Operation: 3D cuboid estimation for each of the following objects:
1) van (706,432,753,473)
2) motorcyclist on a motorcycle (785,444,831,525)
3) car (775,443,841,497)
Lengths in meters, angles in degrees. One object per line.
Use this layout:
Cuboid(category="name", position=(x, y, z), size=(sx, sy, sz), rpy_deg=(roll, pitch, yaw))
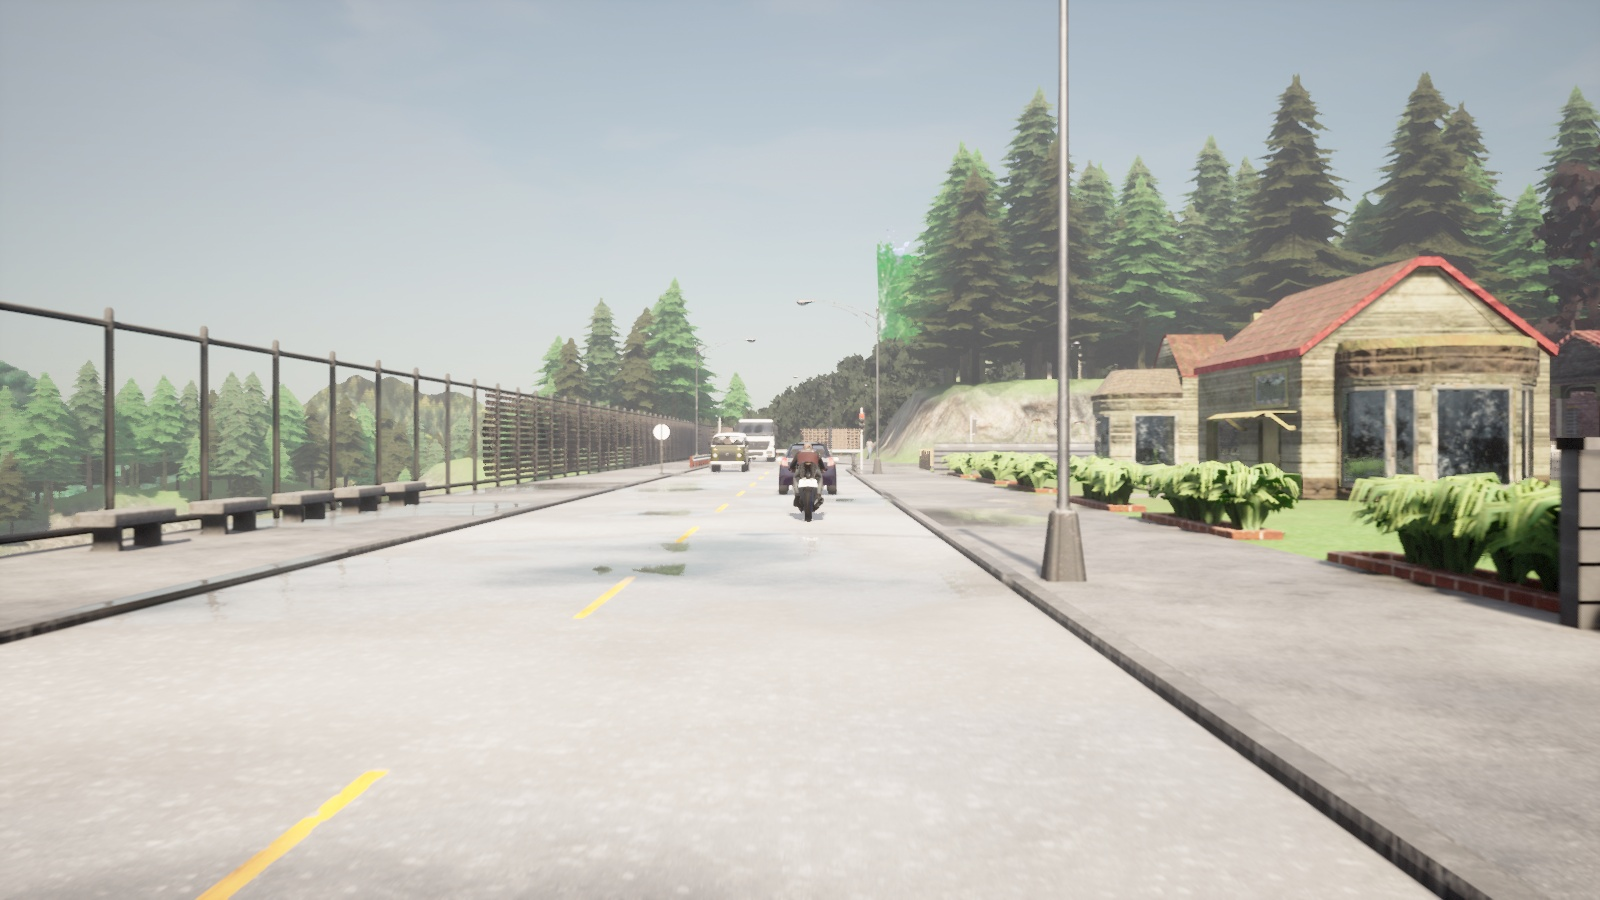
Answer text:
Cuboid(category="van", position=(-3.596, 0.103, 64.603), size=(2.069, 2.038, 4.480), rpy_deg=(0, 0, 1))
Cuboid(category="motorcyclist on a motorcycle", position=(0.157, 0.641, 24.872), size=(0.866, 1.530, 2.191), rpy_deg=(0, 0, 0))
Cuboid(category="car", position=(0.227, 0.552, 36.918), size=(1.845, 1.501, 3.633), rpy_deg=(0, 0, 0))
